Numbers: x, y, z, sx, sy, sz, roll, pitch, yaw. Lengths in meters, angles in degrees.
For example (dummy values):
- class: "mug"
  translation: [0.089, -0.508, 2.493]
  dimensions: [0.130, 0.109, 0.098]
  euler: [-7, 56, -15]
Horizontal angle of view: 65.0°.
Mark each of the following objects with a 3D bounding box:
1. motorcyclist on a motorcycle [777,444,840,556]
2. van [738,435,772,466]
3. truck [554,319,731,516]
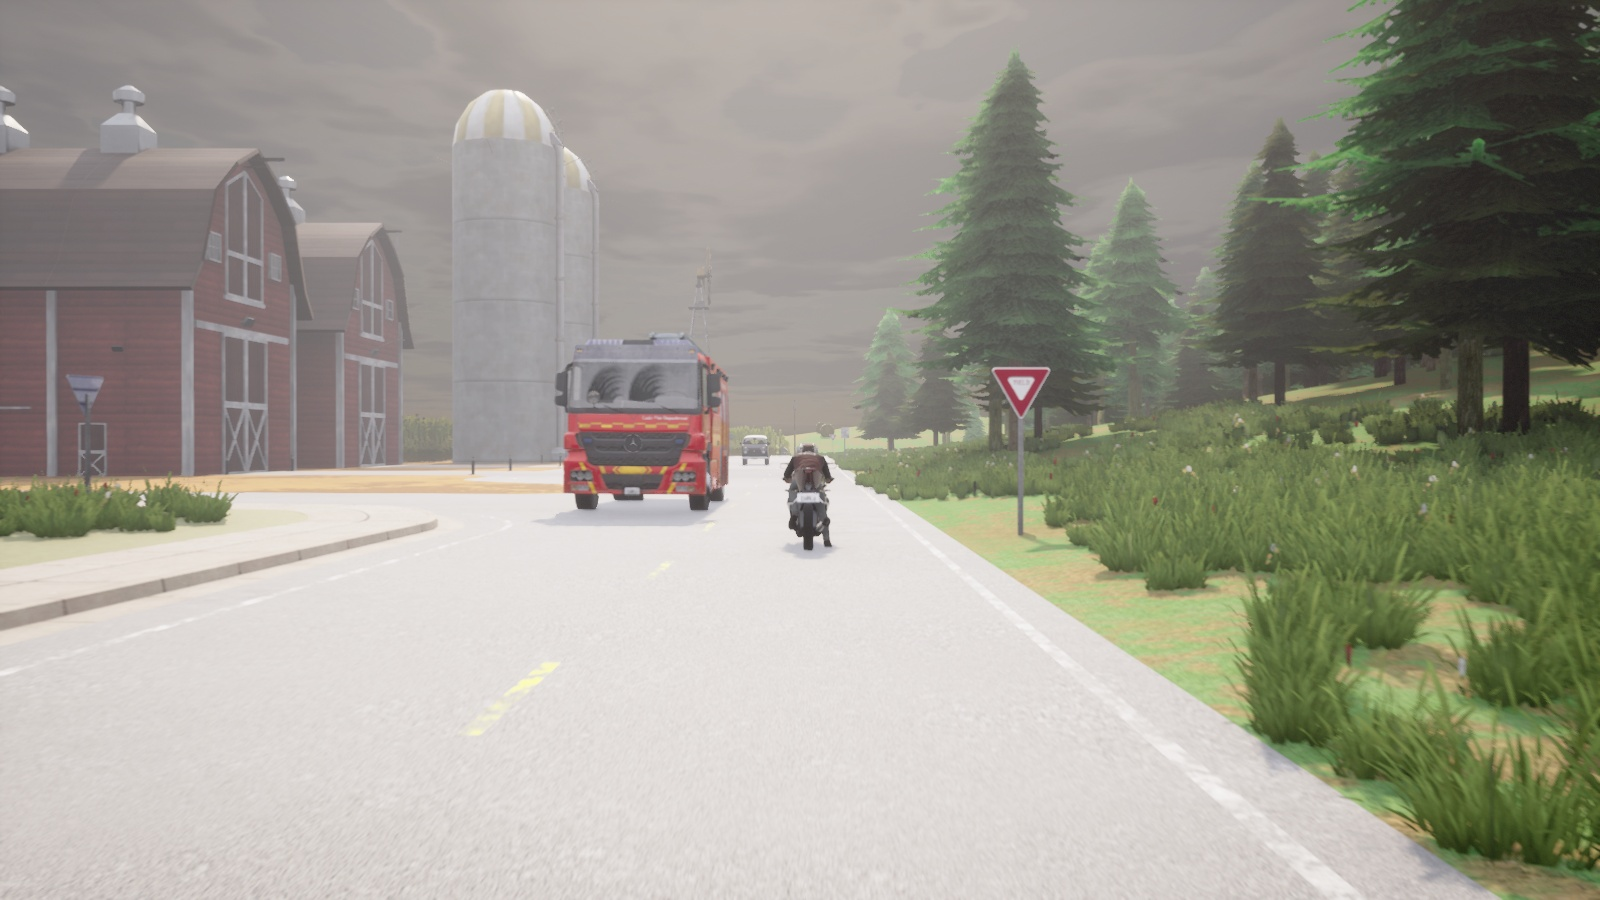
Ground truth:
- class: "motorcyclist on a motorcycle"
  translation: [0.119, 0.679, 18.238]
  dimensions: [0.866, 1.530, 2.191]
  euler: [0, 0, 0]
- class: "van"
  translation: [-3.002, -0.011, 84.815]
  dimensions: [2.069, 2.038, 4.480]
  euler: [0, 0, 0]
- class: "truck"
  translation: [-3.317, -0.626, 28.797]
  dimensions: [2.891, 3.827, 8.468]
  euler: [1, 0, 0]
